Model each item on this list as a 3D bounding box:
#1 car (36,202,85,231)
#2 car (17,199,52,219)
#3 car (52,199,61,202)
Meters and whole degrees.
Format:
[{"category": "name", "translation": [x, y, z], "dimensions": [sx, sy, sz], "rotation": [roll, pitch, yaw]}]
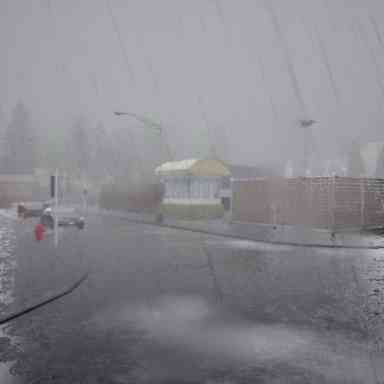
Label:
[{"category": "car", "translation": [-8.448, 1.580, 21.497], "dimensions": [1.812, 1.442, 4.674], "rotation": [1, 0, -36]}, {"category": "car", "translation": [-14.256, 1.532, 29.673], "dimensions": [1.882, 1.535, 5.008], "rotation": [1, 0, -35]}, {"category": "car", "translation": [-16.817, 1.620, 40.275], "dimensions": [1.812, 1.442, 4.674], "rotation": [1, 0, -39]}]
